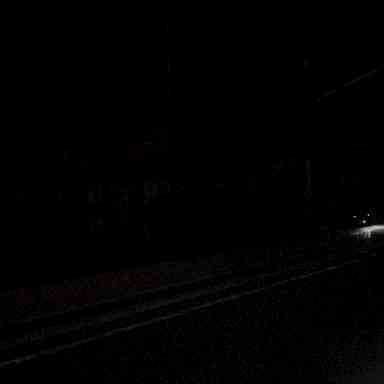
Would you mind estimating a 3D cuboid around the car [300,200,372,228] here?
[{"bbox_3d":[7.571,1.213,19.773,2.033,1.411,5.357,-2,1,-35],"label":"car"}]
